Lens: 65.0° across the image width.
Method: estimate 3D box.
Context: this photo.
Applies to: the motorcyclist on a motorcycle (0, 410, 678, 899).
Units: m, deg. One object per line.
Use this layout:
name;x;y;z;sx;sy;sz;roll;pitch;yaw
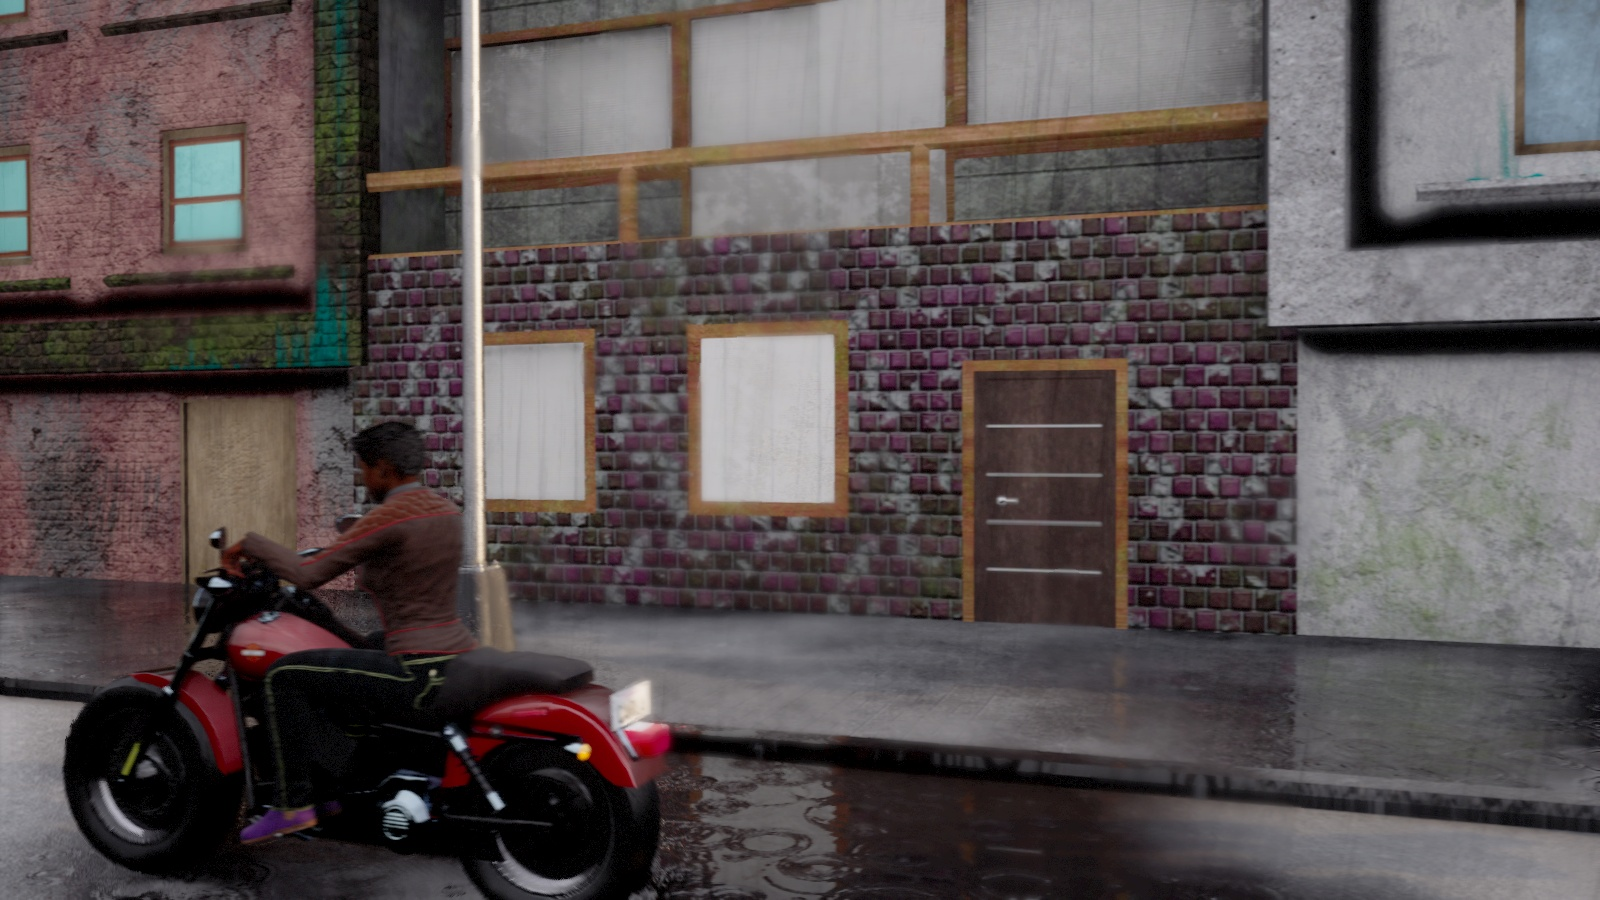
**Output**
motorcyclist on a motorcycle;-1.651;0.699;4.274;2.350;1.649;0.766;0;1;19
